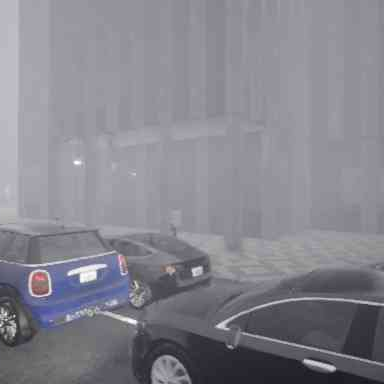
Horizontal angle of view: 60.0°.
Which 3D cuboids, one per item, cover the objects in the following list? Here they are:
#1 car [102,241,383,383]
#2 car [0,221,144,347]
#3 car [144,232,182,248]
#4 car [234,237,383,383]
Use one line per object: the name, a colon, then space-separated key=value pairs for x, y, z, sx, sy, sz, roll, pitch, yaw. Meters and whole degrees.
car: x=1.503 y=1.526 z=3.198 sx=4.892 sy=1.490 sz=1.837 roll=0 pitch=0 yaw=36
car: x=-3.392 y=1.385 z=6.618 sx=4.553 sy=1.767 sz=2.097 roll=0 pitch=0 yaw=36
car: x=-1.580 y=1.607 z=7.790 sx=4.313 sy=1.339 sz=1.947 roll=0 pitch=0 yaw=36
car: x=2.996 y=1.580 z=4.493 sx=4.403 sy=1.369 sz=2.008 roll=0 pitch=0 yaw=36
